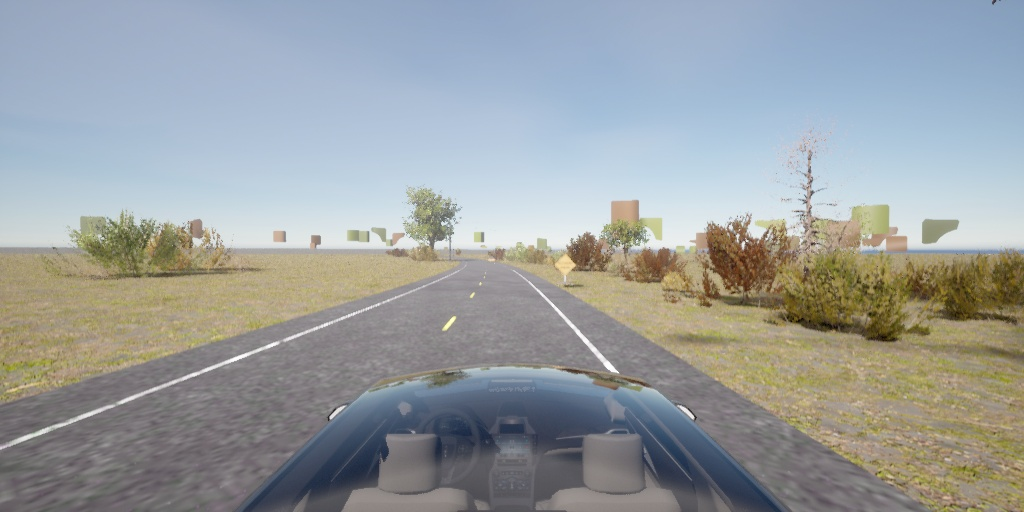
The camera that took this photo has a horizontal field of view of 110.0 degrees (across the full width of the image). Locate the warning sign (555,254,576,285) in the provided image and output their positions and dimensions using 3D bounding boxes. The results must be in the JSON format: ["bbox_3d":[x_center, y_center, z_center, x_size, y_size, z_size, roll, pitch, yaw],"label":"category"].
[{"bbox_3d":[3.226,0.818,21.837,1.300,1.860,1.060,0,0,-2],"label":"warning sign"}]
